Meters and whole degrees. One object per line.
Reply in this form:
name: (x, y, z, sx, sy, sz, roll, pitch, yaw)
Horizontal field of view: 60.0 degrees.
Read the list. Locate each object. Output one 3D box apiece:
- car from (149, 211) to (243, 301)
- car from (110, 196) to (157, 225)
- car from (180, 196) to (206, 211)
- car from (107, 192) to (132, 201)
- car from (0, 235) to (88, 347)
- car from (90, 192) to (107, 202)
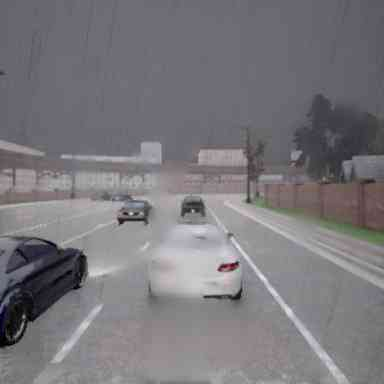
car: (0.069, 1.423, 7.972, 1.812, 1.442, 4.674, 0, 1, 0)
car: (-3.442, 1.229, 21.354, 2.033, 1.411, 5.357, 0, 1, 0)
car: (0.082, 1.086, 27.423, 1.837, 1.490, 4.892, 0, 1, 0)
car: (-10.133, 0.724, 48.203, 2.128, 1.511, 4.902, 0, 1, 6)
car: (-3.440, 1.486, 6.187, 1.994, 1.385, 4.181, 0, 1, 0)
car: (-13.530, 0.724, 49.494, 1.837, 1.490, 4.892, 0, 0, 7)
